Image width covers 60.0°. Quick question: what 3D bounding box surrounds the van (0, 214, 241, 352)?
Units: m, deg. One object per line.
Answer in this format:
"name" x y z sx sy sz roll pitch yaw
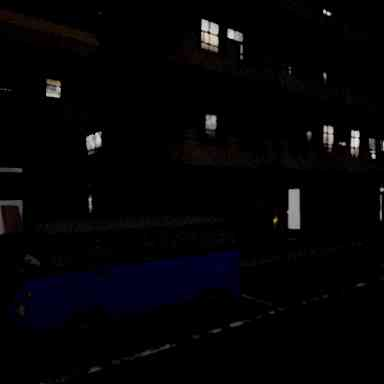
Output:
"van" -0.985 1.334 5.865 3.998 1.788 1.690 0 0 -35
